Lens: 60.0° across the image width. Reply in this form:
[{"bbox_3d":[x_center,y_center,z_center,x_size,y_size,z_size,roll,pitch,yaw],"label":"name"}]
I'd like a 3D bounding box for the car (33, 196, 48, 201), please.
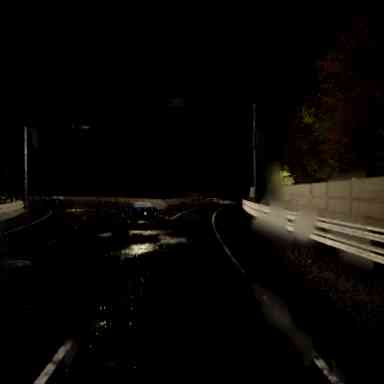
[{"bbox_3d":[-38.688,1.642,84.900,4.181,1.385,1.994,0,0,39],"label":"car"}]

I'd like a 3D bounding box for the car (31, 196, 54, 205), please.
[{"bbox_3d":[-28.976,1.719,64.285,2.128,1.511,4.902,0,0,-37],"label":"car"}]

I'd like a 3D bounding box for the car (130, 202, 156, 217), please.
[{"bbox_3d":[-4.793,1.633,31.845,1.895,1.301,4.718,0,0,-17],"label":"car"}]

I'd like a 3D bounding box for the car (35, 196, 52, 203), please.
[{"bbox_3d":[-33.568,1.721,75.073,4.892,1.490,1.837,0,0,45],"label":"car"}]

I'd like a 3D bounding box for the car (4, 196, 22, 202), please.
[{"bbox_3d":[-43.351,1.621,79.679,4.892,1.490,1.837,0,0,39],"label":"car"}]

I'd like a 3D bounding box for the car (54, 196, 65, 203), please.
[{"bbox_3d":[-31.359,1.724,77.807,4.902,1.511,2.128,0,0,45],"label":"car"}]

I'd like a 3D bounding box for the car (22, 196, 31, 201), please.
[{"bbox_3d":[-41.020,1.629,82.290,4.674,1.442,1.812,0,0,39],"label":"car"}]
